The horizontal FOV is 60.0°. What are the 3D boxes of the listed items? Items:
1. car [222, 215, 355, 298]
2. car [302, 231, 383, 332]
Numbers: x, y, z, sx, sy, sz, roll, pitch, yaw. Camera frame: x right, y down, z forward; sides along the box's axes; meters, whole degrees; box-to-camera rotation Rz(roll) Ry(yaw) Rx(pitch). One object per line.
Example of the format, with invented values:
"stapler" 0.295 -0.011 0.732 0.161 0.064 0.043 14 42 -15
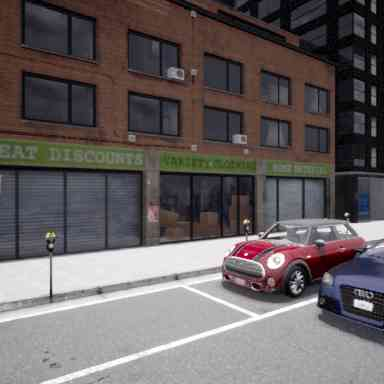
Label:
"car" 2.679 1.441 8.443 4.097 1.590 1.967 0 0 -35
"car" 4.269 1.565 6.298 4.181 1.385 1.994 0 0 -35
